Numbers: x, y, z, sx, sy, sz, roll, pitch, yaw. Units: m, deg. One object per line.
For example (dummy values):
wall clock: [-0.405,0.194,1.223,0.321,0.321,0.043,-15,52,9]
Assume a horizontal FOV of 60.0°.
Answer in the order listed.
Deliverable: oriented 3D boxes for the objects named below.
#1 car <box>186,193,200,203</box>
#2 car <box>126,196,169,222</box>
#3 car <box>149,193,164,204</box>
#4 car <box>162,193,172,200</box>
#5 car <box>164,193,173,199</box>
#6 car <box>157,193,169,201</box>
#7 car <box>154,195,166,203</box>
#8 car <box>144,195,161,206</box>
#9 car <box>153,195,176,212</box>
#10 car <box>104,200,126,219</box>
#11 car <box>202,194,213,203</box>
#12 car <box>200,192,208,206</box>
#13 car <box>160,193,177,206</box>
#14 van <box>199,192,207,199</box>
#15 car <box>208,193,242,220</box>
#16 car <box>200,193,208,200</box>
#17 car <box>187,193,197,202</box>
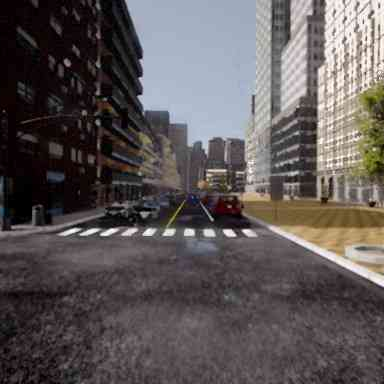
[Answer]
car: [0.125,0.975,56.543,2.097,1.767,4.553,0,0,0]
car: [-3.087,1.295,24.120,2.128,1.511,4.902,0,0,0]
car: [-5.672,1.048,53.881,1.967,1.590,4.097,0,0,0]
car: [-5.665,1.011,75.818,1.752,1.417,4.829,0,0,0]
car: [-5.663,1.001,81.514,1.887,1.381,4.507,0,0,0]
car: [-5.669,0.985,64.934,1.967,1.590,4.097,0,0,0]
car: [-5.670,1.158,59.409,1.802,1.307,4.206,0,0,0]
car: [-5.674,1.184,48.354,1.887,1.381,4.507,0,0,0]
car: [-3.085,1.287,33.976,2.033,1.411,5.357,0,0,0]
car: [-5.680,1.326,26.249,2.008,1.369,4.403,0,0,0]
car: [2.710,1.165,59.406,1.887,1.381,4.507,0,0,0]
car: [2.706,0.998,48.350,2.192,1.841,5.009,0,0,0]
car: [-3.071,1.153,44.576,1.882,1.535,5.008,0,0,0]
van: [2.717,0.841,81.510,1.690,1.788,3.998,0,0,0]
car: [2.700,1.134,26.245,2.192,1.841,5.009,0,0,0]
car: [2.715,1.053,76.155,1.752,1.417,4.829,0,0,0]
car: [0.031,1.071,66.439,1.837,1.490,4.892,0,0,0]
